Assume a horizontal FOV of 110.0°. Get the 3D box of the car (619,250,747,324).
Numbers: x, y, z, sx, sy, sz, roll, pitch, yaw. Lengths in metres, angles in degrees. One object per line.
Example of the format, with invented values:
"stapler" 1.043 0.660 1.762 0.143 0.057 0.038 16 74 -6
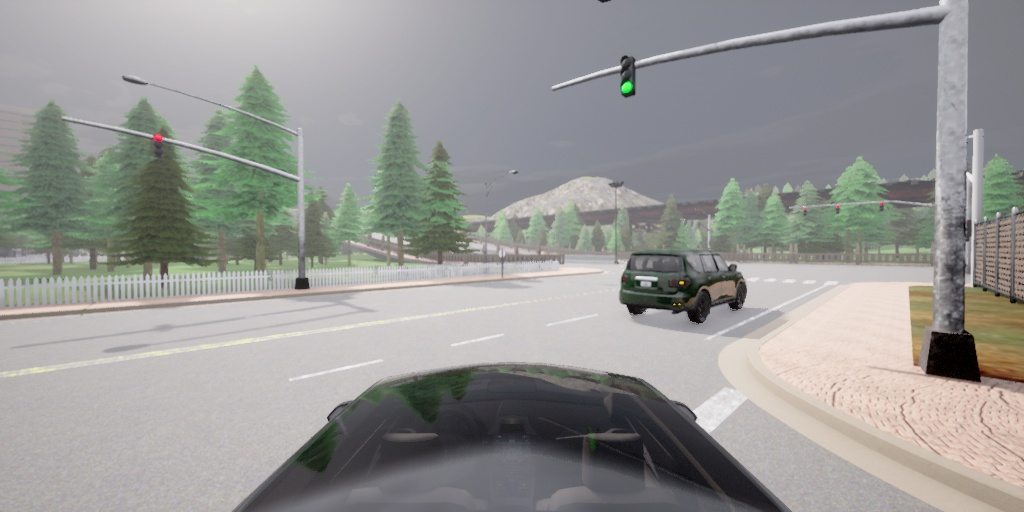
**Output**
"car" 5.673 0.817 11.638 5.566 2.045 2.150 -1 2 -42
